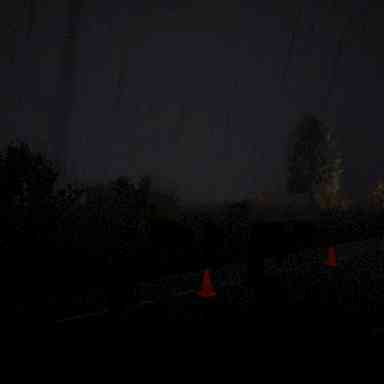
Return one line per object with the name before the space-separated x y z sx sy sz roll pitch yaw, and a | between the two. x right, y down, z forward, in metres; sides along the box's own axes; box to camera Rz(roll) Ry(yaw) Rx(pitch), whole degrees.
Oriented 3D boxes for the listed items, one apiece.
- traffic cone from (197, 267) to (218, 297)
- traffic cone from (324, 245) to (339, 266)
traffic cone | 0.337 1.945 7.283 0.340 0.580 0.340 0 0 -36
traffic cone | 4.309 1.930 10.250 0.340 0.580 0.340 0 0 -37
